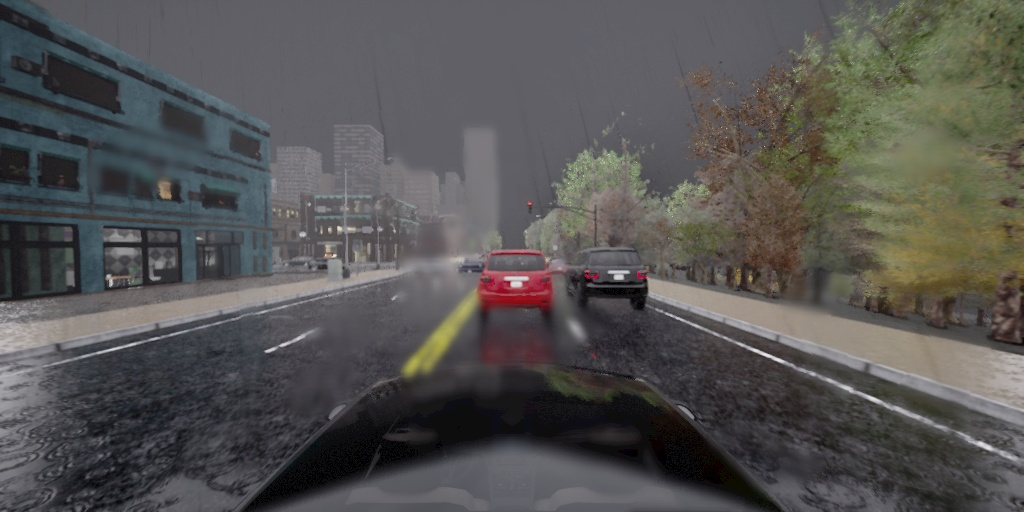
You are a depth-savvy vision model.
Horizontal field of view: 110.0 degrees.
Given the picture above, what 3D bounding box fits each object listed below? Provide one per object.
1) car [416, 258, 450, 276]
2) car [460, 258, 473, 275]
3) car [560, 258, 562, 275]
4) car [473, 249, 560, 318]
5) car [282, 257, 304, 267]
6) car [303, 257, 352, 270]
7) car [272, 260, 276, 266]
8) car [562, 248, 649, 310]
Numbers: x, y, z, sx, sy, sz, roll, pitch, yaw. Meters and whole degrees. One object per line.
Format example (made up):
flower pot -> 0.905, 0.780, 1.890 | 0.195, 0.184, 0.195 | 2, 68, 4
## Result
car -> -6.431, 0.859, 29.501 | 1.895, 1.301, 4.718 | 0, 1, 1
car -> -3.175, 0.850, 29.991 | 1.895, 1.301, 4.718 | 0, 1, 0
car -> 3.427, 0.862, 27.254 | 1.994, 1.385, 4.181 | 0, 1, 0
car -> 0.130, 0.787, 12.186 | 2.150, 2.045, 5.566 | 0, 1, 0
car -> -28.146, 0.747, 47.699 | 4.403, 1.370, 2.007 | 0, 0, 0
car -> -19.838, 0.903, 39.164 | 4.313, 1.339, 1.948 | 0, 0, 0
car -> -33.682, 0.841, 47.723 | 4.207, 1.307, 1.802 | 0, 0, 0
car -> 3.362, 0.752, 13.599 | 2.150, 2.045, 5.566 | 0, 0, 2
